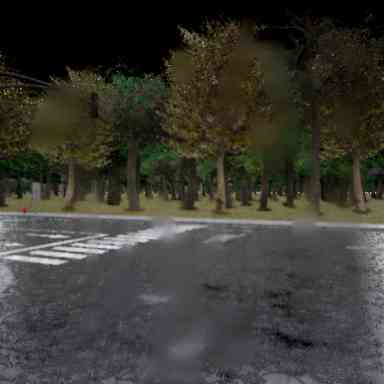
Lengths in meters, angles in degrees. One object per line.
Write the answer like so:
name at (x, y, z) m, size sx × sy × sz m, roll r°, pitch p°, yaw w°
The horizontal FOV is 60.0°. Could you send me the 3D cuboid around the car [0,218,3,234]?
car at (-11.203, 1.196, 15.021) m, size 5.566 × 2.045 × 2.150 m, roll 0°, pitch 0°, yaw 23°
